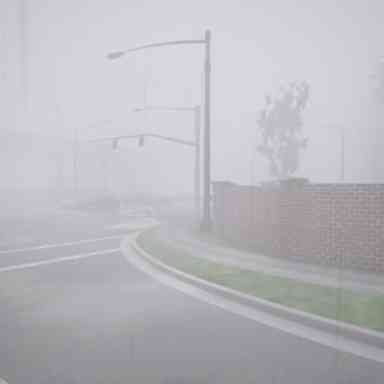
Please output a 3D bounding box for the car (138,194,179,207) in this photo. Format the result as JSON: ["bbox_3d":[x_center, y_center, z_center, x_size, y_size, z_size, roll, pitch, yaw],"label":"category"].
[{"bbox_3d":[-4.221,1.055,42.327,1.812,1.442,4.674,0,1,37],"label":"car"}]

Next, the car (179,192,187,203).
[{"bbox_3d":[-1.397,0.836,51.851,1.882,1.535,5.008,1,1,37],"label":"car"}]

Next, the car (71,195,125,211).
[{"bbox_3d":[-9.800,1.143,34.942,1.837,1.490,4.892,0,1,36],"label":"car"}]

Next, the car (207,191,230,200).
[{"bbox_3d":[4.826,0.665,60.041,1.837,1.490,4.892,1,2,37],"label":"car"}]

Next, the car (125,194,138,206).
[{"bbox_3d":[-7.130,1.010,44.276,1.837,1.490,4.892,1,1,37],"label":"car"}]

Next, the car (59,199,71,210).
[{"bbox_3d":[-12.530,1.137,37.129,1.812,1.442,4.674,1,1,37],"label":"car"}]

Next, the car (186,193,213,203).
[{"bbox_3d":[1.698,0.979,50.151,1.895,1.301,4.718,1,1,37],"label":"car"}]
